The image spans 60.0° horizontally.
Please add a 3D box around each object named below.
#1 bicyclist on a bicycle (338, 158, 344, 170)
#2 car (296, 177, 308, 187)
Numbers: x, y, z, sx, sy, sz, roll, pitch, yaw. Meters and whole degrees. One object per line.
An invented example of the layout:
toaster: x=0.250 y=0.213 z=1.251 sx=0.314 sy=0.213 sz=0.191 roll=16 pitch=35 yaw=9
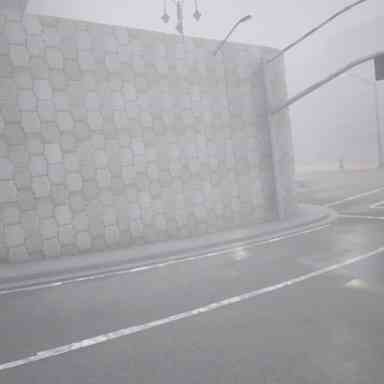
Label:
bicyclist on a bicycle: x=20.059 y=-3.814 z=44.853 sx=1.656 sy=1.620 sz=0.582 roll=-11 pitch=6 yaw=-35
car: x=8.966 y=-1.086 z=32.382 sx=1.812 sy=1.442 sz=4.674 roll=-11 pitch=6 yaw=-35
